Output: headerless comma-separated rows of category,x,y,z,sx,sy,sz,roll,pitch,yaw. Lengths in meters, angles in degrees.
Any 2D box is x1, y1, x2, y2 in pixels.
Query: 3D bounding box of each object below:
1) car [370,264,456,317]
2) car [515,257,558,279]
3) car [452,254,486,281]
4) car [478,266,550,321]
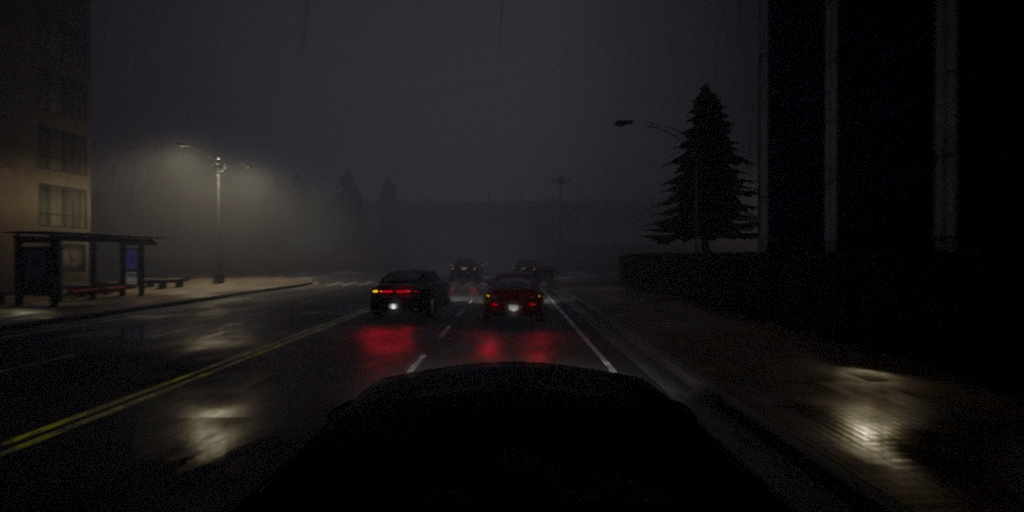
car,-3.432,1.209,12.852,1.837,1.490,4.892,0,0,0
car,1.855,0.953,27.357,2.097,1.767,4.553,1,1,28
car,-3.439,0.947,27.817,2.097,1.767,4.553,0,0,0
car,0.063,1.234,12.071,1.812,1.442,4.674,0,0,0
